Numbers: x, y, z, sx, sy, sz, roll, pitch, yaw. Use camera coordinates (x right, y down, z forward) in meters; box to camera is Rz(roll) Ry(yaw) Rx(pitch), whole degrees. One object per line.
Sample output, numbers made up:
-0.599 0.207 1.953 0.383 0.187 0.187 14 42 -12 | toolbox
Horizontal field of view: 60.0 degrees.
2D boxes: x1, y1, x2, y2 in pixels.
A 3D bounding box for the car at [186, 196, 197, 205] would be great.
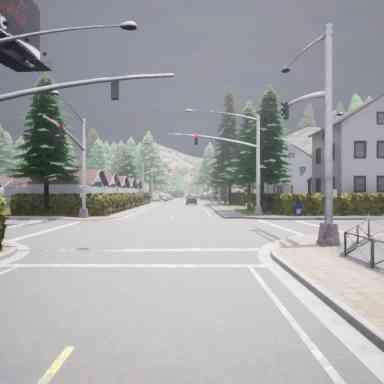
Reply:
-0.086 1.505 59.225 1.837 1.490 4.892 0 0 0 | car
